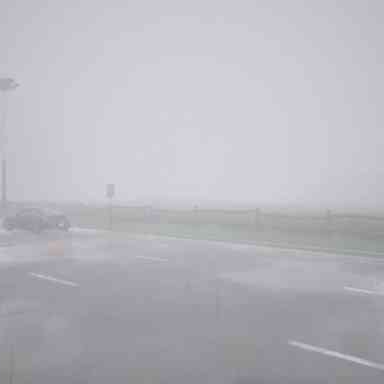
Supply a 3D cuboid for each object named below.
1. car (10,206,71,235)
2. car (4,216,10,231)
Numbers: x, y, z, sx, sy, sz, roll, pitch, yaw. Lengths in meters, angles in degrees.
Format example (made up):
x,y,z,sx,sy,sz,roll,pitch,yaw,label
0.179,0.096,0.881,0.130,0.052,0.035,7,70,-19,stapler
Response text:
x,y,z,sx,sy,sz,roll,pitch,yaw,label
-8.730,1.529,18.801,4.674,1.442,1.812,0,0,35,car
-11.410,1.495,16.431,4.902,1.511,2.128,0,0,35,car
